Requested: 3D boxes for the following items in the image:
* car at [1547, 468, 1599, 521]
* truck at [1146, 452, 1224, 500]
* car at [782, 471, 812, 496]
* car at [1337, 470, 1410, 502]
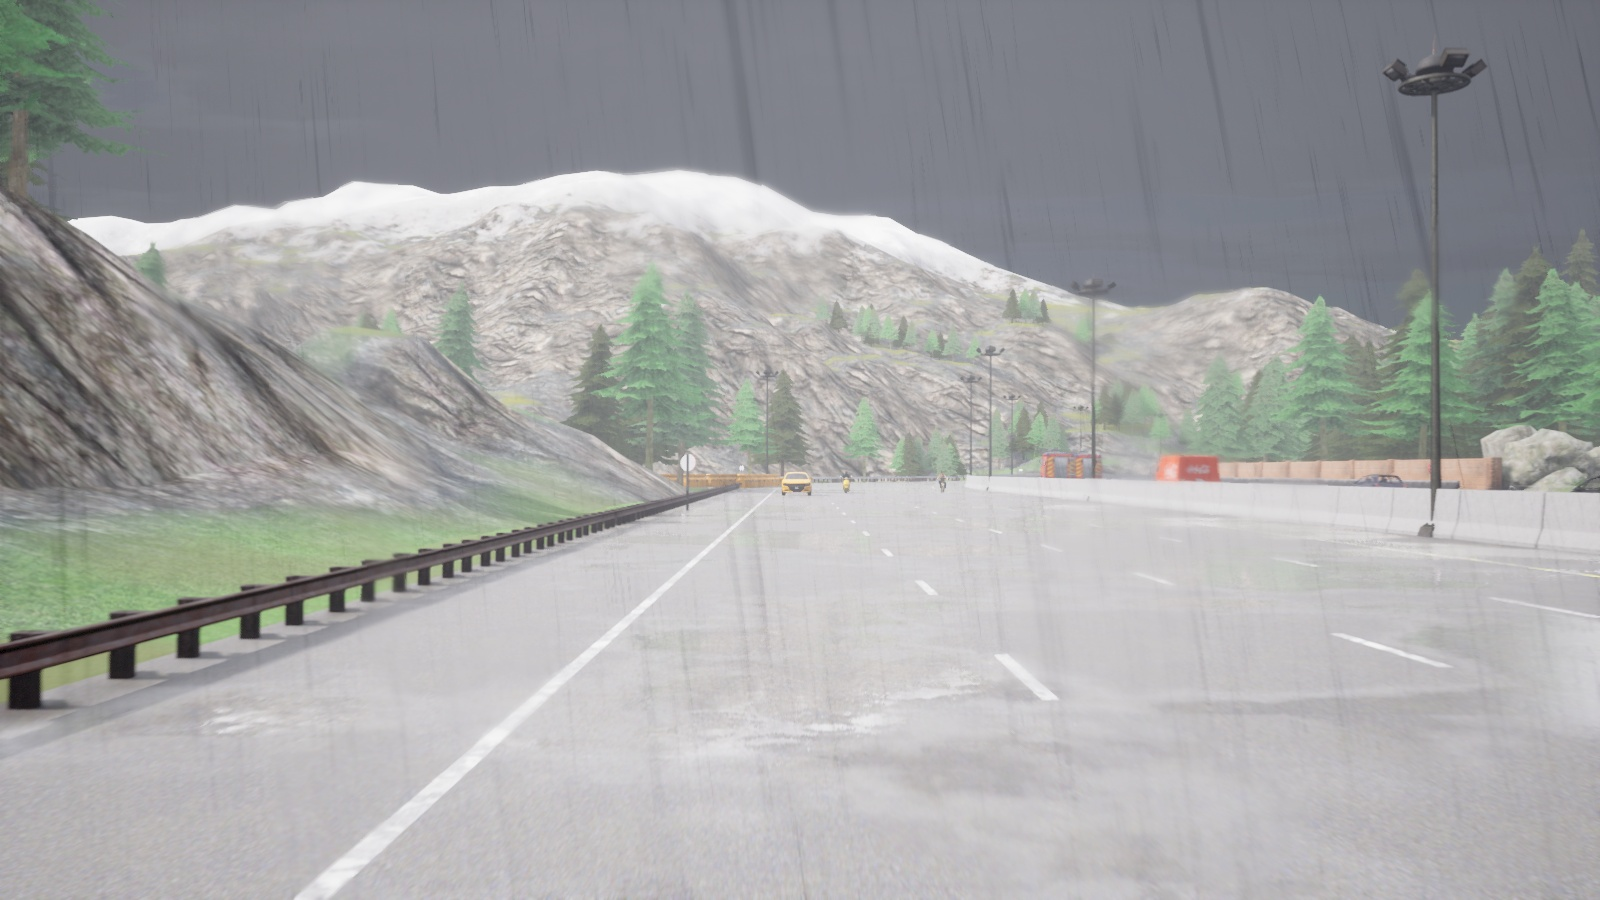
[{"bbox_3d":[24.409,1.326,37.636,1.789,1.549,3.705,0,-1,0],"label":"car"},{"bbox_3d":[20.833,1.392,68.284,2.627,2.467,5.204,0,-1,0],"label":"truck"},{"bbox_3d":[-0.194,2.139,80.371,1.882,1.535,5.008,0,-1,0],"label":"car"},{"bbox_3d":[27.852,1.741,61.083,1.845,1.501,3.633,0,-1,0],"label":"car"}]
